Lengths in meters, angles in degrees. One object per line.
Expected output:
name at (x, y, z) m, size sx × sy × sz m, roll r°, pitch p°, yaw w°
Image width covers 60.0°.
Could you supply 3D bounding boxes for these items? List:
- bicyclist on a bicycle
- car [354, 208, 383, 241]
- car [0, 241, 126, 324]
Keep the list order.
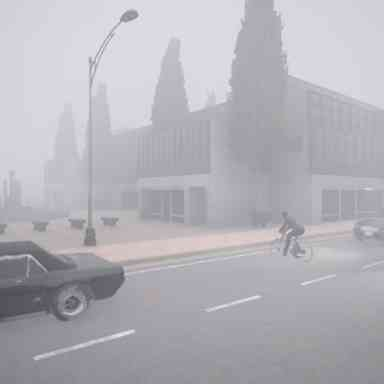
bicyclist on a bicycle at (3.214, 1.455, 10.896) m, size 0.582 × 1.620 × 1.656 m, roll 0°, pitch -2°, yaw -37°
car at (9.425, 1.491, 15.439) m, size 4.902 × 1.511 × 2.128 m, roll 0°, pitch 0°, yaw -36°
car at (-3.700, 1.601, 5.753) m, size 4.718 × 1.301 × 1.895 m, roll 0°, pitch 0°, yaw -34°
